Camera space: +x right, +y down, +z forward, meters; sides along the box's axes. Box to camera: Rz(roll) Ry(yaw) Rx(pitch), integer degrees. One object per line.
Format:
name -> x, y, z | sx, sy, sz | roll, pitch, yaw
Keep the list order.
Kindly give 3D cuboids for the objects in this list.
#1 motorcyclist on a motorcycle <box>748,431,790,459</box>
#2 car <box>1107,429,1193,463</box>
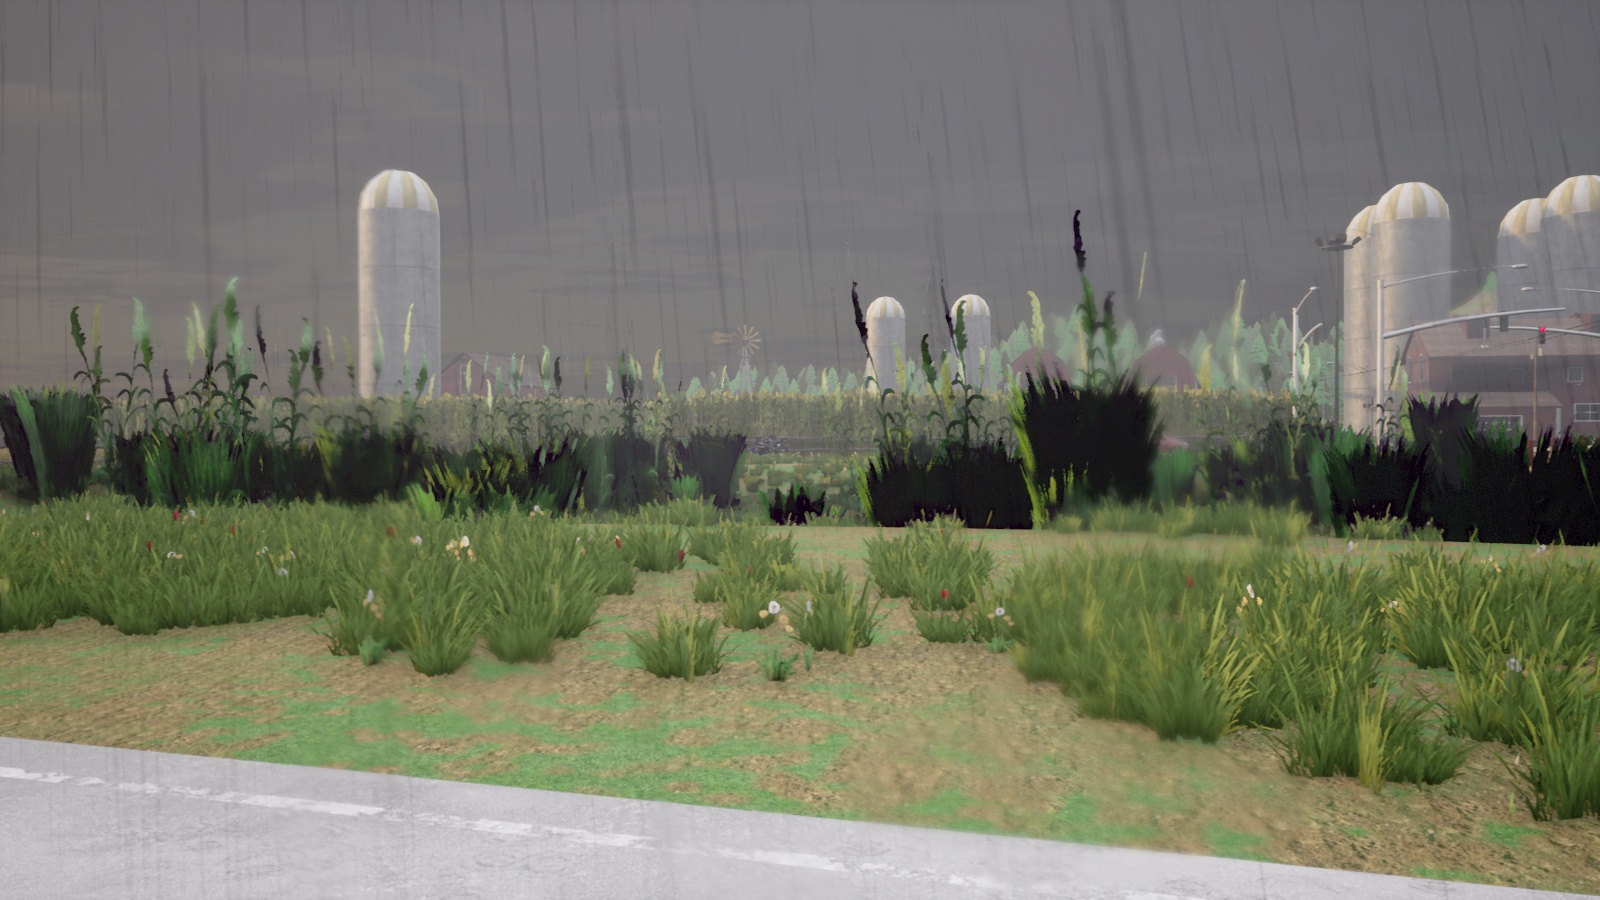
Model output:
motorcyclist on a motorcycle -> -1.696, -0.271, 69.689 | 2.191, 1.530, 0.866 | 0, 1, 12
car -> 17.314, -0.210, 62.309 | 3.988, 1.617, 1.851 | 0, 1, 12
